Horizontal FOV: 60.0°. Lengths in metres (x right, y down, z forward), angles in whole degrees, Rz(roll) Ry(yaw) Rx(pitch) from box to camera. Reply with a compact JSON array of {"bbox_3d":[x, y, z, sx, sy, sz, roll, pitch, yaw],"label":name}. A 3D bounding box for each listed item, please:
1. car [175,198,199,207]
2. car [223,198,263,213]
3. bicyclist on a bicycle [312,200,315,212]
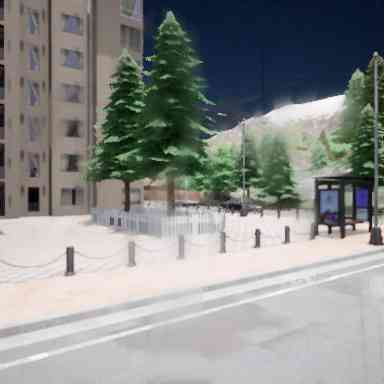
[{"bbox_3d":[-1.094,1.534,50.116,1.895,1.301,4.718,0,0,-35],"label":"car"},{"bbox_3d":[5.246,1.435,34.763,2.128,1.511,4.902,0,0,-35],"label":"car"},{"bbox_3d":[13.324,1.376,35.579,1.656,1.620,0.582,-1,0,-35],"label":"bicyclist on a bicycle"}]
